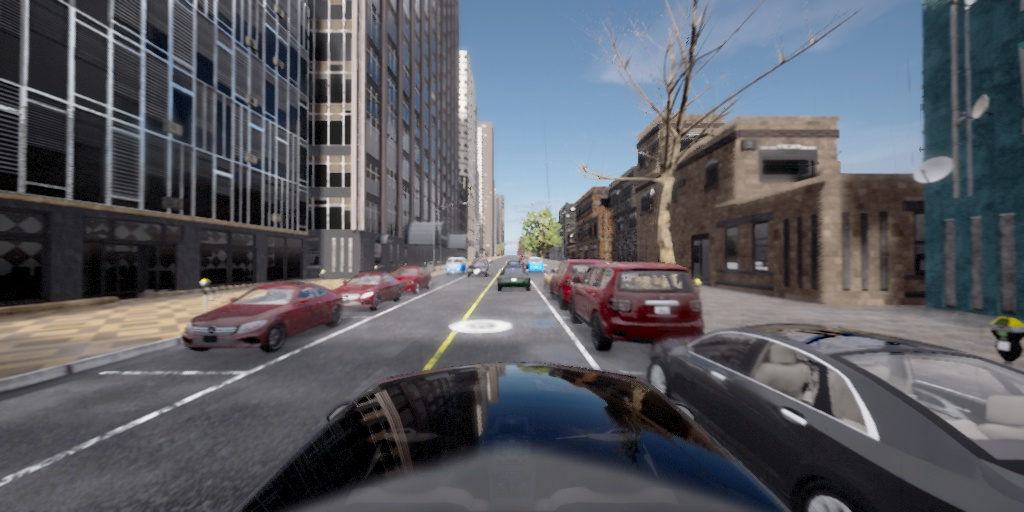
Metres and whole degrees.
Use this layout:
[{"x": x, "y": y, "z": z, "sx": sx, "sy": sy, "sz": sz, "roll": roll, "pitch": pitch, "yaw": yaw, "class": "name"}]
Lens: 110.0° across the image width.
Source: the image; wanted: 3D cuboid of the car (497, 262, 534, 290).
[{"x": 0.108, "y": 1.287, "z": 22.084, "sx": 1.994, "sy": 1.385, "sz": 4.181, "roll": 0, "pitch": 0, "yaw": 0, "class": "car"}]

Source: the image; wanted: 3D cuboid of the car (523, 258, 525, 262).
[{"x": 2.702, "y": 1.234, "z": 47.677, "sx": 1.948, "sy": 1.339, "sz": 4.313, "roll": 0, "pitch": 0, "yaw": 0, "class": "car"}]

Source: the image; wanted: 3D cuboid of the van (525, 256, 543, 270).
[{"x": 2.701, "y": 1.022, "z": 42.130, "sx": 1.690, "sy": 1.789, "sz": 3.998, "roll": 0, "pitch": 0, "yaw": 0, "class": "van"}]

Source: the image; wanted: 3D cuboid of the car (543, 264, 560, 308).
[{"x": 2.695, "y": 1.049, "z": 14.397, "sx": 2.192, "sy": 1.841, "sz": 5.009, "roll": 0, "pitch": 0, "yaw": 0, "class": "car"}]

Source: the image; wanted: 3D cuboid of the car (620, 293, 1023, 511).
[{"x": 2.692, "y": 1.299, "z": 3.302, "sx": 2.007, "sy": 1.370, "sz": 4.403, "roll": 0, "pitch": 0, "yaw": 0, "class": "car"}]

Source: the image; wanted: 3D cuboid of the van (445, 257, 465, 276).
[{"x": -5.681, "y": 1.035, "z": 36.585, "sx": 1.690, "sy": 1.789, "sz": 3.998, "roll": 0, "pitch": 0, "yaw": 0, "class": "van"}]

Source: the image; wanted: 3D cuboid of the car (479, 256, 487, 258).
[{"x": -5.675, "y": 1.207, "z": 64.316, "sx": 1.802, "sy": 1.307, "sz": 4.207, "roll": 0, "pitch": 0, "yaw": 0, "class": "car"}]

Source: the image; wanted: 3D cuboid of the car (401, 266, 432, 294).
[{"x": -5.685, "y": 1.272, "z": 19.945, "sx": 1.888, "sy": 1.381, "sz": 4.507, "roll": 0, "pitch": 0, "yaw": 0, "class": "car"}]

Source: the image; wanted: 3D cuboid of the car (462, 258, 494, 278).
[{"x": -3.086, "y": 1.190, "z": 33.942, "sx": 2.128, "sy": 1.511, "sz": 4.902, "roll": 0, "pitch": 0, "yaw": 0, "class": "car"}]

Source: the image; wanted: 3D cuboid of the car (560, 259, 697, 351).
[{"x": 2.693, "y": 1.057, "z": 8.848, "sx": 2.192, "sy": 1.841, "sz": 5.009, "roll": 0, "pitch": 0, "yaw": 0, "class": "car"}]

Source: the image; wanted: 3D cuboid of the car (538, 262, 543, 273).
[{"x": 2.696, "y": 1.252, "z": 20.114, "sx": 1.751, "sy": 1.417, "sz": 4.829, "roll": 0, "pitch": 0, "yaw": 0, "class": "car"}]

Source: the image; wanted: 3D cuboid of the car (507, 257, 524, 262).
[{"x": 0.110, "y": 1.209, "z": 41.239, "sx": 1.812, "sy": 1.442, "sz": 4.674, "roll": 0, "pitch": 0, "yaw": 0, "class": "car"}]

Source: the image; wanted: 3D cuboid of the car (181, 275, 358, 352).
[{"x": -5.688, "y": 1.324, "z": 8.850, "sx": 1.802, "sy": 1.307, "sz": 4.207, "roll": 0, "pitch": 0, "yaw": 0, "class": "car"}]

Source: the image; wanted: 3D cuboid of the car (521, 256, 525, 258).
[{"x": 2.703, "y": 1.094, "z": 53.223, "sx": 1.967, "sy": 1.591, "sz": 4.097, "roll": 0, "pitch": 0, "yaw": 0, "class": "car"}]

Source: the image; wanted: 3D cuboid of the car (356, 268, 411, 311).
[{"x": -5.686, "y": 1.317, "z": 14.398, "sx": 1.802, "sy": 1.307, "sz": 4.207, "roll": 0, "pitch": 0, "yaw": 0, "class": "car"}]
